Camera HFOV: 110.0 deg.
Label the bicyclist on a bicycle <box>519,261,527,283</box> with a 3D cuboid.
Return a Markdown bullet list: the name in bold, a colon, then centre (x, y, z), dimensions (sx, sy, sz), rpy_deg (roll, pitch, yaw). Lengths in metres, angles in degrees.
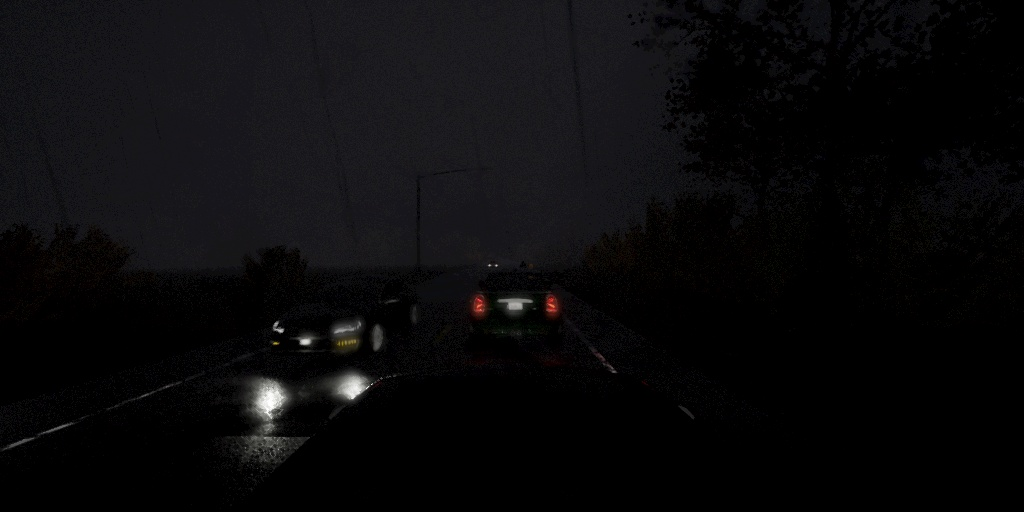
- **bicyclist on a bicycle**: centre (0.843, 1.193, 27.256), dimensions (0.582, 1.620, 1.656), rpy_deg (0, 0, 0)

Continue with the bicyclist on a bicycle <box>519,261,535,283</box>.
- **bicyclist on a bicycle**: centre (0.905, 1.181, 17.139), dimensions (0.866, 1.612, 1.509), rpy_deg (0, 0, 0)

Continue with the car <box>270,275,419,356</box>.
- **car**: centre (-3.623, 1.252, 8.708), dimensions (1.837, 1.490, 4.892), rpy_deg (0, 0, 0)

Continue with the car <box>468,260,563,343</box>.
- **car**: centre (0.073, 1.099, 9.795), dimensions (2.097, 1.767, 4.553), rpy_deg (0, 0, 0)
